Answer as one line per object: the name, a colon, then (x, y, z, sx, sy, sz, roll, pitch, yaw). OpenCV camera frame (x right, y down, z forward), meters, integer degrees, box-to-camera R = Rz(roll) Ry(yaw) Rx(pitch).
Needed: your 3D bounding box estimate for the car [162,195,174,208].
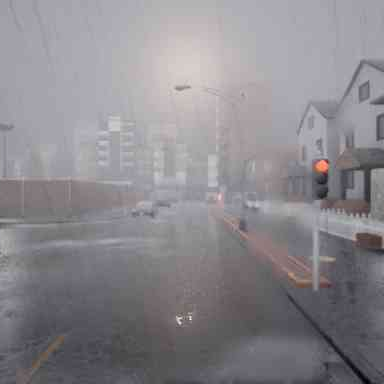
car: (-4.006, 1.526, 46.253, 1.994, 1.385, 4.181, 0, 0, 0)

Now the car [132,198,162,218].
car: (-4.087, 1.501, 29.530, 1.812, 1.442, 4.674, 0, 0, 1)

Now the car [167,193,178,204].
car: (-3.885, 1.200, 62.947, 2.150, 2.045, 5.566, 0, 0, 0)
